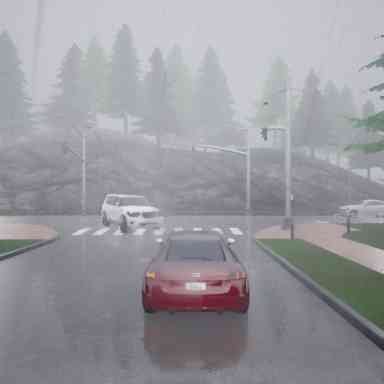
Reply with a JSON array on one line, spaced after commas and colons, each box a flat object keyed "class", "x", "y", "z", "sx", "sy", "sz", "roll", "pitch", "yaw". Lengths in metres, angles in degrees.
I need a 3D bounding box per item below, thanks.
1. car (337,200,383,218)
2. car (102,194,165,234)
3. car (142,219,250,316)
[{"class": "car", "x": 14.352, "y": 1.363, "z": 27.158, "sx": 4.674, "sy": 1.442, "sz": 1.812, "roll": 0, "pitch": 0, "yaw": 0}, {"class": "car", "x": -3.645, "y": 1.157, "z": 19.756, "sx": 2.150, "sy": 2.045, "sz": 5.566, "roll": 1, "pitch": 0, "yaw": -32}, {"class": "car", "x": 0.078, "y": 1.564, "z": 7.625, "sx": 1.994, "sy": 1.385, "sz": 4.181, "roll": 0, "pitch": 0, "yaw": 0}]
